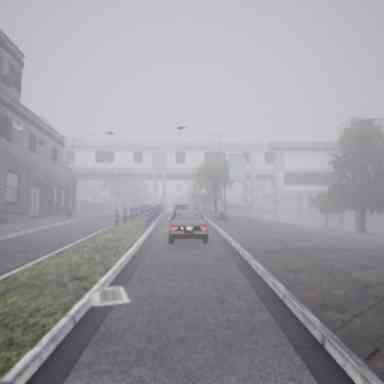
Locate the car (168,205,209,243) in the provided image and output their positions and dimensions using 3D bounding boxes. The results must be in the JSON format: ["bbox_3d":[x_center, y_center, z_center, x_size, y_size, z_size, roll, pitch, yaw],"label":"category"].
[{"bbox_3d":[-0.211,1.594,16.468,2.033,1.411,5.357,0,0,-2],"label":"car"}]

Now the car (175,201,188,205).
[{"bbox_3d":[-1.241,1.909,40.024,1.837,1.490,4.892,0,-2,-3],"label":"car"}]
